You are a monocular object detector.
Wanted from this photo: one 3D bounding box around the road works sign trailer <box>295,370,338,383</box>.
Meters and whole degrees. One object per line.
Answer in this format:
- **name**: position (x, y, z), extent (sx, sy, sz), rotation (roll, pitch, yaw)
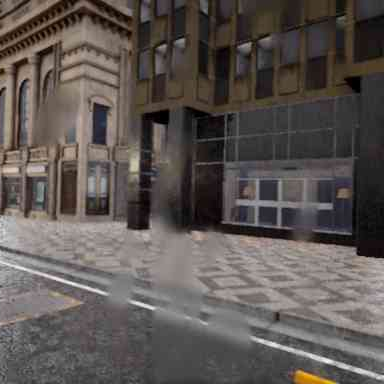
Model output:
- **road works sign trailer**: position (2.201, 0.545, 2.461), extent (2.880, 3.560, 2.380), rotation (0, -1, 38)
